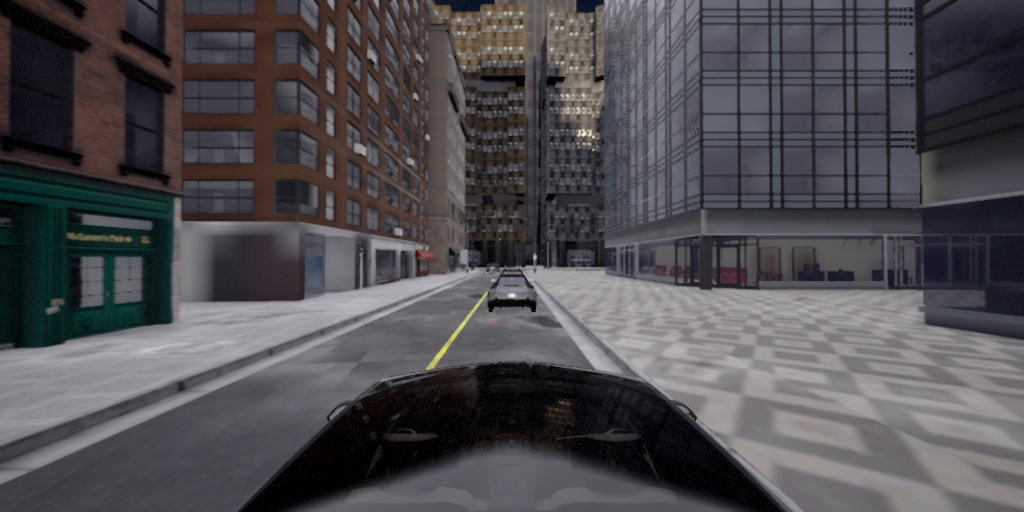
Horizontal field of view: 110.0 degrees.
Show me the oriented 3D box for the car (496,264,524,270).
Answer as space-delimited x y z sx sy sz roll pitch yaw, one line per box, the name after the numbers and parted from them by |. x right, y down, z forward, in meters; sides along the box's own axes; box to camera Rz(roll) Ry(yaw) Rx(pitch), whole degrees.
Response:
0.023 1.537 30.360 2.128 1.511 4.902 0 0 0 | car

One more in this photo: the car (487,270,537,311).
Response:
0.020 1.452 15.319 1.994 1.385 4.181 0 0 1 | car

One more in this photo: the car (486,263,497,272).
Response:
-3.004 1.819 56.402 2.128 1.511 4.902 0 -1 0 | car
